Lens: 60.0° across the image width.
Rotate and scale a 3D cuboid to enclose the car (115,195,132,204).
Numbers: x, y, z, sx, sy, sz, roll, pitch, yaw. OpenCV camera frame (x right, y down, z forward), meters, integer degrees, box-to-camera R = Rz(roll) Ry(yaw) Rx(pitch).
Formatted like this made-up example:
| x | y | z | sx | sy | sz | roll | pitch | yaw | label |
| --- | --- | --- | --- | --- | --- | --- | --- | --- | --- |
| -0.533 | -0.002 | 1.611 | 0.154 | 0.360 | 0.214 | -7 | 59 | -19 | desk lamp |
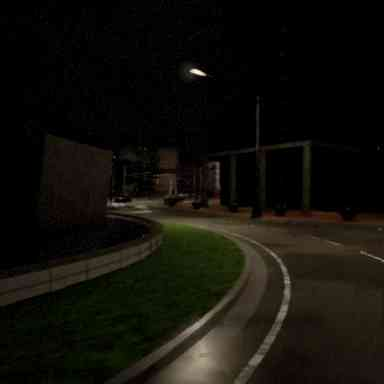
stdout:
| x | y | z | sx | sy | sz | roll | pitch | yaw | label |
| --- | --- | --- | --- | --- | --- | --- | --- | --- | --- |
| -12.177 | 1.310 | 59.526 | 2.033 | 1.411 | 5.357 | 1 | 0 | 6 | car |
